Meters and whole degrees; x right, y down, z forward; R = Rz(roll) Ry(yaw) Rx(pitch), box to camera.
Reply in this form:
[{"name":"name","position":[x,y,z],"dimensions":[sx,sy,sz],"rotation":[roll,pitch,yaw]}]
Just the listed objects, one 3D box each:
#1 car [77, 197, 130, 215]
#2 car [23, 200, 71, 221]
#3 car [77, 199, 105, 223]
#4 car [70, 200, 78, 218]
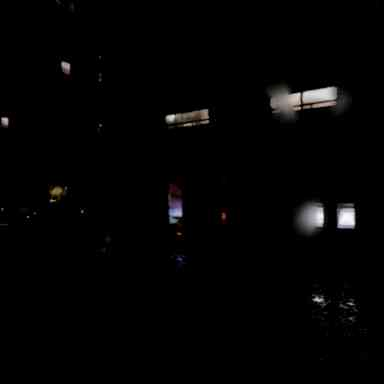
[{"name":"car","position":[-8.207,1.219,31.372],"dimensions":[1.752,1.417,4.829],"rotation":[1,1,36]},{"name":"car","position":[-9.743,1.315,25.072],"dimensions":[2.033,1.411,5.357],"rotation":[0,1,36]},{"name":"car","position":[-5.038,1.310,22.318],"dimensions":[2.008,1.369,4.403],"rotation":[1,1,36]},{"name":"car","position":[-6.405,1.310,24.614],"dimensions":[1.994,1.385,4.181],"rotation":[0,1,36]}]
